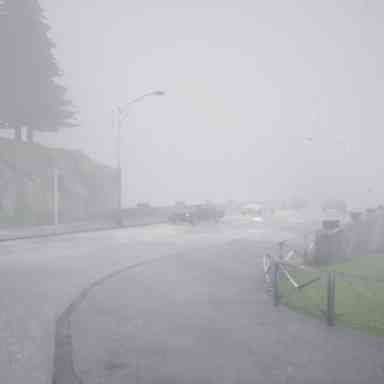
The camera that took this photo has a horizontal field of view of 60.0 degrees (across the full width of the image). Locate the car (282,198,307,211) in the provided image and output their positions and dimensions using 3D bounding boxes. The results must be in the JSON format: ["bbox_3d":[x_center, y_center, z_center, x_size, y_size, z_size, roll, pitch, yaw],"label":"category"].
[{"bbox_3d":[12.397,1.422,40.108,2.128,1.511,4.902,0,0,36],"label":"car"}]

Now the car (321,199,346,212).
[{"bbox_3d":[16.530,1.500,38.702,2.033,1.411,5.357,0,0,35],"label":"car"}]

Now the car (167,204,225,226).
[{"bbox_3d":[0.361,1.531,23.278,1.895,1.301,4.718,0,0,36],"label":"car"}]

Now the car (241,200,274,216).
[{"bbox_3d":[6.333,1.456,31.637,1.812,1.442,4.674,0,0,35],"label":"car"}]
